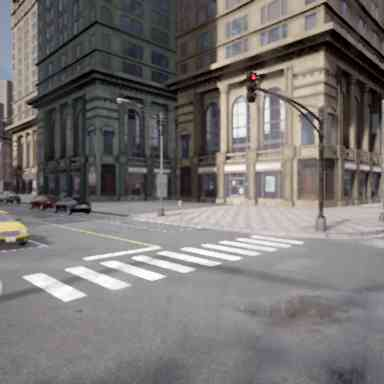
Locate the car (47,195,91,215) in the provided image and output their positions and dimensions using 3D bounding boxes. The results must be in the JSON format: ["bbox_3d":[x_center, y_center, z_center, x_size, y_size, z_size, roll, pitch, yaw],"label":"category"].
[{"bbox_3d":[-9.872,1.099,27.383,1.947,1.339,4.313,0,1,-44],"label":"car"}]

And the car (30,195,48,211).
[{"bbox_3d":[-13.803,0.981,31.392,1.887,1.381,4.507,0,1,-44],"label":"car"}]

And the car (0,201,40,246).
[{"bbox_3d":[-7.964,1.299,13.261,1.752,1.417,4.829,0,1,-44],"label":"car"}]

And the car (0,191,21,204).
[{"bbox_3d":[-21.672,0.778,39.415,2.008,1.369,4.403,1,1,-44],"label":"car"}]

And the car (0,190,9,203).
[{"bbox_3d":[-25.603,0.558,43.423,1.967,1.590,4.097,1,1,-44],"label":"car"}]
